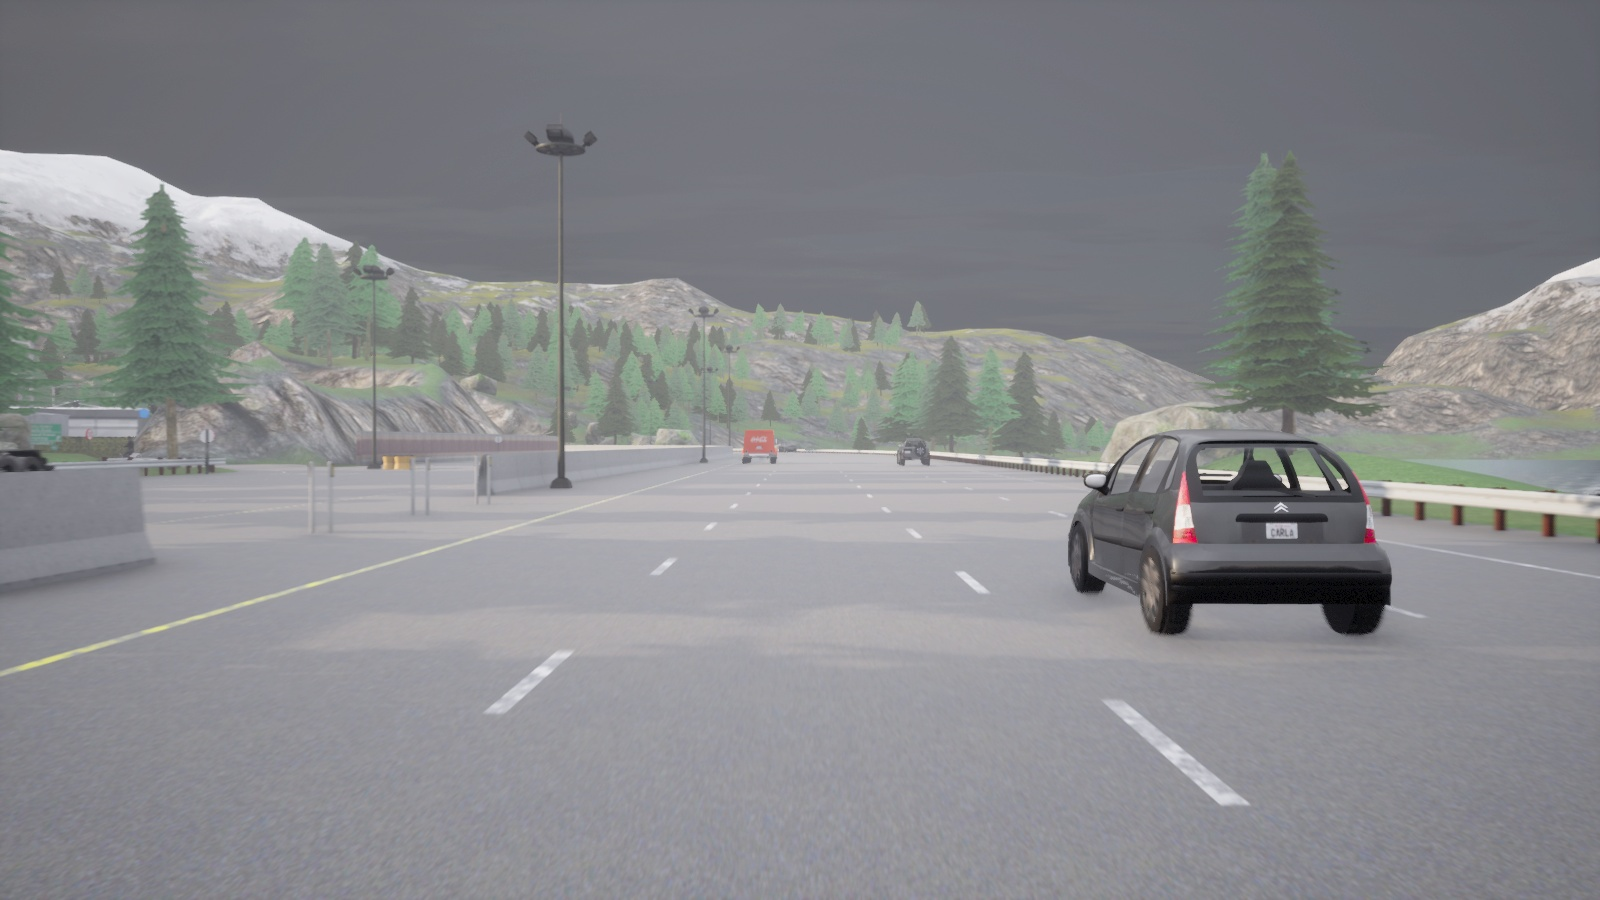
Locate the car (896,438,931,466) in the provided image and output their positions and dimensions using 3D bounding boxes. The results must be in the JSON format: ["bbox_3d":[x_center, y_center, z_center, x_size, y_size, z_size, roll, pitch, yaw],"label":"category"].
[{"bbox_3d":[7.483,0.117,83.049,1.932,1.855,4.605,0,0,0],"label":"car"}]

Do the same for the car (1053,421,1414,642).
[{"bbox_3d":[3.579,0.587,11.193,1.851,1.617,3.988,0,0,0],"label":"car"}]

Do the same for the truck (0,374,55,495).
[{"bbox_3d":[-24.291,-0.442,34.498,2.891,3.462,7.936,0,0,0],"label":"truck"}]

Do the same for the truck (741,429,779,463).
[{"bbox_3d":[-2.956,-0.262,93.605,2.627,2.467,5.204,0,0,0],"label":"truck"}]
